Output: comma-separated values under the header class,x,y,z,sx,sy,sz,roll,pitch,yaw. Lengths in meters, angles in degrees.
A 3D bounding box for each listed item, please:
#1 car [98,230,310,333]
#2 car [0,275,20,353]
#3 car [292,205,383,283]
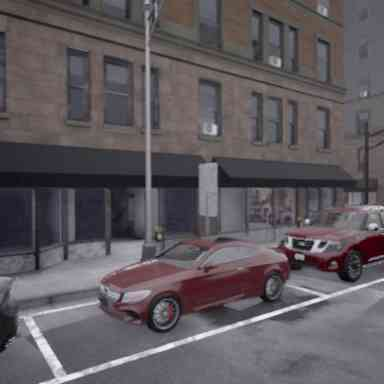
class,x,y,z,sx,sy,sz,roll,pitch,yaw
car,0.258,1.594,6.727,4.206,1.307,1.802,0,-1,-36
car,-4.287,1.546,3.484,4.403,1.369,2.008,0,-1,-36
car,4.801,1.345,9.972,5.009,1.841,2.192,0,-1,-36
